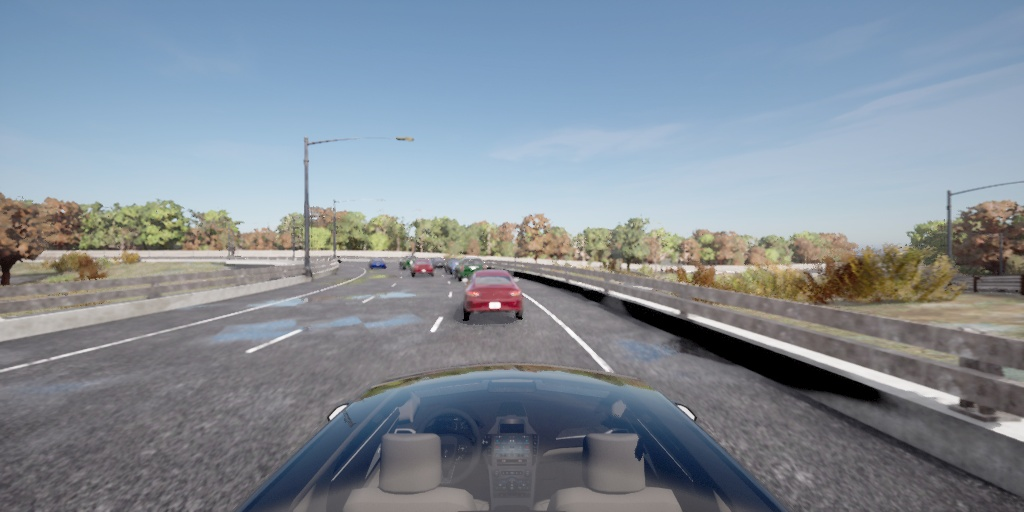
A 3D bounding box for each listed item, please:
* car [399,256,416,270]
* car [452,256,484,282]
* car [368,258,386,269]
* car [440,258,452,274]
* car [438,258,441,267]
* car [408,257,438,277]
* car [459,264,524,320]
[{"bbox_3d":[-12.998,0.766,45.419,2.097,1.767,4.553,-1,1,-23],"label":"car"},{"bbox_3d":[-3.129,0.889,26.912,2.097,1.767,4.553,0,0,-13],"label":"car"},{"bbox_3d":[-18.416,0.970,48.788,1.994,1.385,4.181,0,0,-26],"label":"car"},{"bbox_3d":[-5.544,1.018,35.654,2.033,1.411,5.357,0,1,-17],"label":"car"},{"bbox_3d":[-9.853,0.953,46.952,1.994,1.385,4.181,0,1,-24],"label":"car"},{"bbox_3d":[-7.996,1.041,31.853,1.812,1.442,4.674,0,0,-18],"label":"car"},{"bbox_3d":[-0.705,1.185,12.194,1.812,1.442,4.674,0,0,-6],"label":"car"}]
